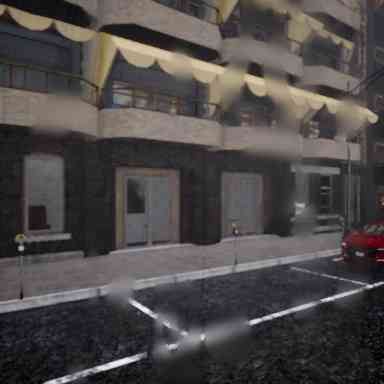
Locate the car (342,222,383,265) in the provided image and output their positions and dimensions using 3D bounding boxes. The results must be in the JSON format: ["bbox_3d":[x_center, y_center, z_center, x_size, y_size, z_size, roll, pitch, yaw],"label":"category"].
[{"bbox_3d":[6.991,1.697,11.560,4.507,1.381,1.887,1,-1,-35],"label":"car"}]
